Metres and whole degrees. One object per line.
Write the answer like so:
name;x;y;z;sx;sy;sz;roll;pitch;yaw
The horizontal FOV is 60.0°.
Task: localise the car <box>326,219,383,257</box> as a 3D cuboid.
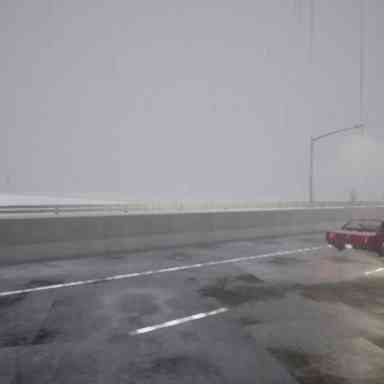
car;7.602;1.736;13.529;4.718;1.301;1.895;1;0;-35
